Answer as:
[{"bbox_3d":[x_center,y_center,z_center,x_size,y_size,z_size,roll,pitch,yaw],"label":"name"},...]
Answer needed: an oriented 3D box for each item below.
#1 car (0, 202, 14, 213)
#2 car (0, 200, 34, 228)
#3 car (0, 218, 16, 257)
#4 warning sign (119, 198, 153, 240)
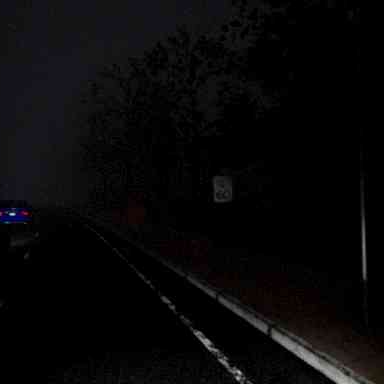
[{"bbox_3d":[-29.160,2.319,52.176,1.837,1.490,4.892,-1,0,-24],"label":"car"},{"bbox_3d":[-13.063,1.593,24.679,2.150,2.045,5.566,-1,0,-23],"label":"car"},{"bbox_3d":[-7.444,1.806,11.239,1.895,1.301,4.718,-1,0,-21],"label":"car"},{"bbox_3d":[-2.629,1.215,15.543,1.300,1.860,1.060,-1,0,-22],"label":"warning sign"}]
